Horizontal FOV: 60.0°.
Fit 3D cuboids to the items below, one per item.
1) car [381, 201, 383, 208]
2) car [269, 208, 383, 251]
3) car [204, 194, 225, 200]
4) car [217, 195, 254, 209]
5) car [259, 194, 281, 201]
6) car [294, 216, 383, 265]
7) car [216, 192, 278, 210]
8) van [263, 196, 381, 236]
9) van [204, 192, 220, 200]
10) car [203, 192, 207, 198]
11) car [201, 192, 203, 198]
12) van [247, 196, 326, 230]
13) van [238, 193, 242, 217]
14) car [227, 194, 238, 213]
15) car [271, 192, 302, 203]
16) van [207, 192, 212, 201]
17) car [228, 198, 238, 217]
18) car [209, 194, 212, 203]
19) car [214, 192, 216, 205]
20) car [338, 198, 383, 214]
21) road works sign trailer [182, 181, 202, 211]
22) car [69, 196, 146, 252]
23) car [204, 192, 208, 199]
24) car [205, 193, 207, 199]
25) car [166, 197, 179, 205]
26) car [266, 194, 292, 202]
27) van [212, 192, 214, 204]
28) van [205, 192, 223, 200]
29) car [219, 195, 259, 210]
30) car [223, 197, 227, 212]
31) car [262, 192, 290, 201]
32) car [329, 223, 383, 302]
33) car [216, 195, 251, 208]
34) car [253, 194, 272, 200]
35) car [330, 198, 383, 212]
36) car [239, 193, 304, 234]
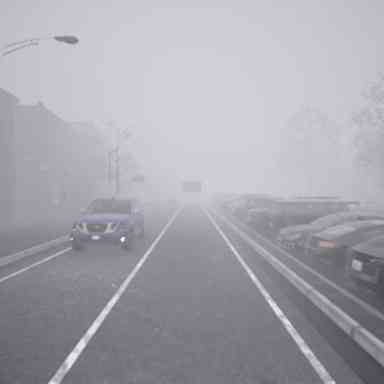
[{"bbox_3d":[18.788,1.337,29.771,4.553,1.767,2.185,0,0,0],"label":"car"},{"bbox_3d":[5.707,1.522,12.477,4.892,1.521,2.231,0,0,0],"label":"car"},{"bbox_3d":[5.602,1.300,82.558,5.008,1.535,2.097,0,0,0],"label":"car"},{"bbox_3d":[5.628,1.286,43.315,4.553,1.767,2.185,0,0,0],"label":"car"},{"bbox_3d":[18.661,1.331,79.906,4.792,1.488,2.163,0,0,0],"label":"car"},{"bbox_3d":[5.702,1.564,9.674,4.674,1.452,2.002,0,0,0],"label":"car"},{"bbox_3d":[5.642,1.192,34.905,5.566,2.045,2.435,0,0,0],"label":"car"},{"bbox_3d":[5.814,1.291,15.284,4.442,1.987,1.878,0,0,0],"label":"van"},{"bbox_3d":[5.483,1.070,90.968,4.442,1.987,1.878,0,0,0],"label":"van"},{"bbox_3d":[5.610,1.304,76.947,4.892,1.521,2.231,0,0,0],"label":"car"},{"bbox_3d":[5.639,1.050,79.754,5.566,2.045,2.435,0,0,0],"label":"car"},{"bbox_3d":[5.806,1.270,20.889,4.442,1.987,1.878,0,0,0],"label":"van"},{"bbox_3d":[5.803,1.260,23.692,4.442,1.987,1.878,0,0,0],"label":"van"},{"bbox_3d":[5.710,1.339,29.299,4.553,1.767,2.185,0,0,0],"label":"car"},{"bbox_3d":[18.680,1.076,65.982,5.566,2.045,2.435,0,0,0],"label":"car"},{"bbox_3d":[5.520,1.123,60.134,4.442,1.987,1.878,0,0,0],"label":"van"},{"bbox_3d":[5.676,1.476,26.496,4.892,1.521,2.231,0,0,0],"label":"car"},{"bbox_3d":[5.643,1.380,51.725,5.008,1.535,2.097,0,0,0],"label":"car"},{"bbox_3d":[5.639,1.182,37.708,5.566,2.045,2.435,0,0,0],"label":"car"},{"bbox_3d":[18.565,1.439,35.321,5.366,1.575,1.946,0,0,0],"label":"car"},{"bbox_3d":[-0.008,0.411,40.613,2.380,3.560,2.880,0,0,1],"label":"road works sign trailer"},{"bbox_3d":[-3.350,1.229,14.337,2.150,2.045,5.566,0,0,0],"label":"car"},{"bbox_3d":[5.621,1.319,68.542,5.008,1.535,2.097,0,0,0],"label":"car"},{"bbox_3d":[5.815,1.325,65.742,5.366,1.575,1.946,0,0,0],"label":"car"},{"bbox_3d":[-3.301,1.491,56.602,1.895,1.301,4.718,0,0,1],"label":"car"},{"bbox_3d":[18.696,1.312,71.551,5.008,1.535,2.097,0,0,0],"label":"car"},{"bbox_3d":[5.536,1.165,48.921,4.442,1.987,1.878,0,0,0],"label":"van"},{"bbox_3d":[5.720,1.073,85.362,4.442,1.987,1.878,0,0,0],"label":"van"},{"bbox_3d":[5.632,1.297,40.512,4.553,1.767,2.185,0,0,0],"label":"car"},{"bbox_3d":[5.672,1.494,32.103,4.674,1.452,2.002,0,0,0],"label":"car"},{"bbox_3d":[18.670,1.055,74.338,5.566,2.045,2.435,0,0,0],"label":"car"},{"bbox_3d":[5.738,1.554,6.866,4.792,1.488,2.163,0,0,0],"label":"car"},{"bbox_3d":[5.687,1.276,46.118,4.553,1.767,2.185,0,0,0],"label":"car"},{"bbox_3d":[18.678,1.337,88.263,4.674,1.452,2.002,0,0,0],"label":"car"},{"bbox_3d":[18.752,1.433,38.098,4.892,1.521,2.231,0,0,0],"label":"car"},{"bbox_3d":[5.665,1.255,18.084,5.566,2.045,2.435,0,0,0],"label":"car"}]
